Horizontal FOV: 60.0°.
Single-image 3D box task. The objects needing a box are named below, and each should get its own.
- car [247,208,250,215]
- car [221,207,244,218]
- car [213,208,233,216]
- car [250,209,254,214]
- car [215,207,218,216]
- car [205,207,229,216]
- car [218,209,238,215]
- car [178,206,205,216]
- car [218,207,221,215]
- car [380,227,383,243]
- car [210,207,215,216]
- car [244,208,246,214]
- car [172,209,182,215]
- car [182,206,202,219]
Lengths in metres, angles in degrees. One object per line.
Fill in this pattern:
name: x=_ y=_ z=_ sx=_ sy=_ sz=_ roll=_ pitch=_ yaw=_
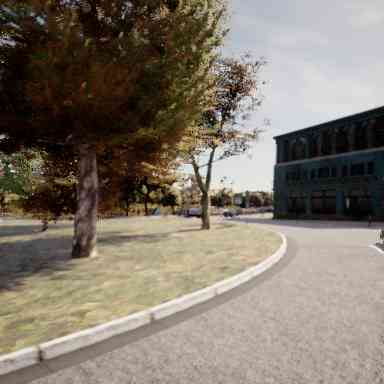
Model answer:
car: x=12.548 y=5.421 z=90.900 sx=4.892 sy=1.521 sz=2.231 roll=0 pitch=-3 yaw=13
car: x=8.020 y=4.294 z=65.413 sx=1.837 sy=1.490 sz=4.892 roll=0 pitch=-3 yaw=30
car: x=7.778 y=4.954 z=83.381 sx=4.553 sy=1.767 sz=2.185 roll=0 pitch=-3 yaw=12
car: x=14.179 y=5.512 z=93.380 sx=5.008 sy=1.535 sz=2.097 roll=0 pitch=-2 yaw=13
car: x=3.008 y=4.521 z=75.829 sx=4.553 sy=1.767 sz=2.185 roll=0 pitch=-3 yaw=11
car: x=6.198 y=4.695 z=80.876 sx=5.566 sy=2.045 sz=2.435 roll=0 pitch=-3 yaw=12
car: x=9.309 y=5.232 z=85.893 sx=4.792 sy=1.488 sz=2.163 roll=0 pitch=-2 yaw=12
car: x=-0.076 y=4.074 z=70.761 sx=5.566 sy=2.045 sz=2.435 roll=0 pitch=-3 yaw=11
car: x=4.409 y=4.797 z=78.370 sx=5.366 sy=1.575 sz=1.946 roll=0 pitch=-3 yaw=12
car: x=9.534 y=1.761 z=13.790 sx=2.033 sy=1.411 sz=5.357 roll=0 pitch=-1 yaw=14
car: x=1.522 y=4.236 z=73.298 sx=5.566 sy=2.045 sz=2.435 roll=0 pitch=-3 yaw=11
car: x=10.913 y=5.065 z=88.408 sx=5.566 sy=2.045 sz=2.435 roll=0 pitch=-2 yaw=12
car: x=-1.578 y=4.165 z=68.199 sx=4.892 sy=1.521 sz=2.231 roll=0 pitch=-3 yaw=11
car: x=0.211 y=2.781 z=43.757 sx=2.033 sy=1.411 sz=5.357 roll=1 pitch=-5 yaw=-5
